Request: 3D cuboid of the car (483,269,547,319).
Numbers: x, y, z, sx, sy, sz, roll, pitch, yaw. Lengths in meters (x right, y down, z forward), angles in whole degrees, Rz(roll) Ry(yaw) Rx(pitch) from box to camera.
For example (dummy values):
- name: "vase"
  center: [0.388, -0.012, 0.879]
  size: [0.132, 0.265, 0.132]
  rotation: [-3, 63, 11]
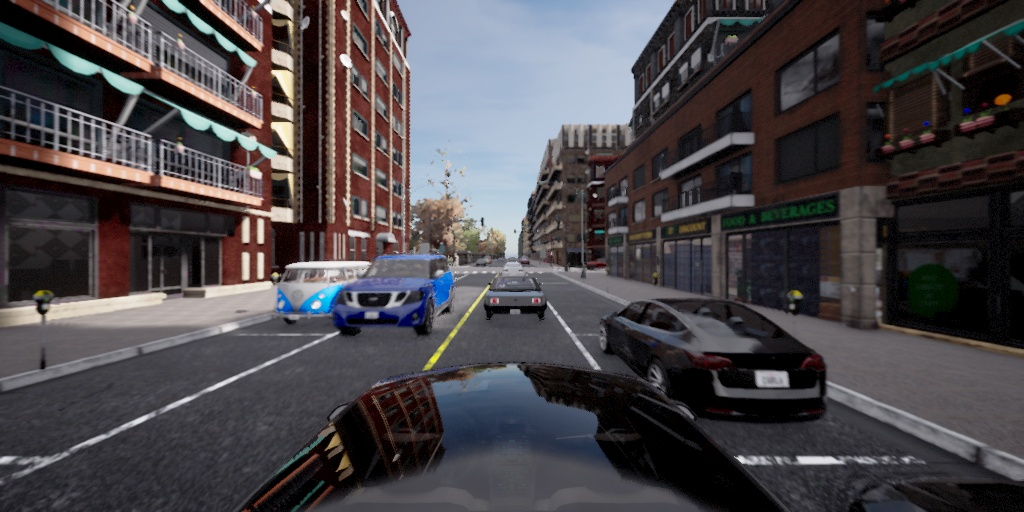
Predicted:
- name: "car"
  center: [0.100, 1.321, 12.592]
  size: [1.895, 1.301, 4.718]
  rotation: [0, 0, 0]

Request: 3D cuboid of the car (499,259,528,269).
- name: "car"
  center: [0.102, 1.208, 28.913]
  size: [1.812, 1.442, 4.674]
  rotation: [0, 0, 0]

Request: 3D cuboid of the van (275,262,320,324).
- name: "van"
  center: [-5.689, 1.064, 11.456]
  size: [1.690, 1.789, 3.998]
  rotation: [0, 0, 0]

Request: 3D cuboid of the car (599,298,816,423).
- name: "car"
  center: [2.691, 1.305, 5.794]
  size: [1.948, 1.339, 4.313]
  rotation: [0, 0, 0]

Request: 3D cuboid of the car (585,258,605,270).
- name: "car"
  center: [13.455, 1.236, 54.162]
  size: [5.009, 1.841, 2.192]
  rotation: [0, 0, -1]

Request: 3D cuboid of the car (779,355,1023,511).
- name: "car"
  center: [2.691, 1.321, 0.132]
  size: [1.948, 1.339, 4.313]
  rotation: [0, 0, 0]

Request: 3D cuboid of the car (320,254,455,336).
- name: "car"
  center: [-3.099, 0.947, 10.684]
  size: [2.150, 2.045, 5.566]
  rotation: [0, 0, 0]
